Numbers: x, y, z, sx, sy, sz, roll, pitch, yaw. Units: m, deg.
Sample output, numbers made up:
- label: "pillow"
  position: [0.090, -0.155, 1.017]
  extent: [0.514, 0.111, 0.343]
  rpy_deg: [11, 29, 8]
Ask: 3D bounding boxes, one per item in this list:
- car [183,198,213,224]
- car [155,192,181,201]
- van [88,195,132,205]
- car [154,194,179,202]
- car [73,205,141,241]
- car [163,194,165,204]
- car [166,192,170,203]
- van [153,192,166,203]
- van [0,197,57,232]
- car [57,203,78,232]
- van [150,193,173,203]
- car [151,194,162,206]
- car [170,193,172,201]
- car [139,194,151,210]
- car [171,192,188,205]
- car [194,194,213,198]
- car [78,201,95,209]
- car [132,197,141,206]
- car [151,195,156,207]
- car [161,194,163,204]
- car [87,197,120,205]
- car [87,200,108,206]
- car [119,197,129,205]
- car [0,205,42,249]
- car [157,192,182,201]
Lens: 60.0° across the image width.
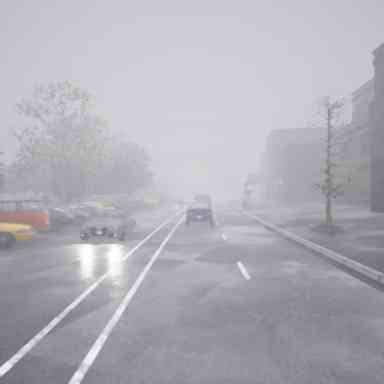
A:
- label: "car"
  position: [0.581, 1.506, 24.867]
  extent: [1.882, 1.535, 5.008]
  rpy_deg: [0, 0, 2]
- label: "car"
  position: [-5.704, 1.090, 78.346]
  extent: [5.566, 2.045, 2.435]
  rpy_deg: [-1, 0, -16]
- label: "van"
  position: [-8.743, 1.302, 33.911]
  extent: [4.442, 1.987, 1.878]
  rpy_deg: [-1, 0, -17]
- label: "car"
  position: [-5.762, 1.358, 75.447]
  extent: [5.366, 1.575, 1.946]
  rpy_deg: [-1, 0, -16]
- label: "car"
  position: [-4.016, 1.578, 16.503]
  extent: [1.994, 1.385, 4.181]
  rpy_deg: [0, 0, 1]
- label: "car"
  position: [-7.392, 1.516, 54.695]
  extent: [4.792, 1.488, 2.163]
  rpy_deg: [-1, 0, -16]
- label: "car"
  position: [-6.986, 1.334, 60.608]
  extent: [4.553, 1.767, 2.185]
  rpy_deg: [-1, 0, -16]
- label: "van"
  position: [-7.271, 1.249, 57.621]
  extent: [4.442, 1.987, 1.878]
  rpy_deg: [-1, 0, -16]
- label: "van"
  position: [-9.156, 1.274, 16.219]
  extent: [4.442, 1.987, 1.878]
  rpy_deg: [-1, 0, -19]
- label: "car"
  position: [-9.184, 1.548, 19.146]
  extent: [4.674, 1.452, 2.002]
  rpy_deg: [-1, 0, -19]
- label: "van"
  position: [-6.453, 1.182, 69.436]
  extent: [4.442, 1.987, 1.878]
  rpy_deg: [-1, 1, -16]
- label: "car"
  position: [-7.597, 1.501, 48.838]
  extent: [5.366, 1.575, 1.946]
  rpy_deg: [-1, 0, -16]
- label: "car"
  position: [-6.758, 1.443, 63.574]
  extent: [5.008, 1.535, 2.097]
  rpy_deg: [-1, 0, -16]
- label: "car"
  position: [-8.122, 1.393, 42.860]
  extent: [4.553, 1.767, 2.185]
  rpy_deg: [-1, 0, -17]
- label: "car"
  position: [-1.831, 1.328, 58.593]
  extent: [2.097, 1.767, 4.553]
  rpy_deg: [0, 0, 5]
- label: "car"
  position: [1.431, 1.246, 42.740]
  extent: [2.150, 2.045, 5.566]
  rpy_deg: [0, 0, 3]
- label: "car"
  position: [-9.076, 1.554, 22.099]
  extent: [4.674, 1.452, 2.002]
  rpy_deg: [0, -1, -18]
- label: "car"
  position: [-8.483, 1.565, 36.920]
  extent: [4.674, 1.452, 2.002]
  rpy_deg: [-1, 0, -17]
- label: "car"
  position: [-7.975, 1.515, 45.820]
  extent: [4.892, 1.521, 2.231]
  rpy_deg: [-1, 0, -17]
- label: "car"
  position: [-7.751, 1.497, 51.697]
  extent: [5.366, 1.575, 1.946]
  rpy_deg: [-1, 0, -16]
- label: "car"
  position: [-9.068, 1.523, 27.958]
  extent: [5.366, 1.575, 1.946]
  rpy_deg: [-1, 0, -18]
- label: "car"
  position: [-8.992, 1.559, 25.045]
  extent: [4.674, 1.452, 2.002]
  rpy_deg: [-1, 0, -18]
- label: "car"
  position: [-8.759, 1.525, 30.981]
  extent: [5.008, 1.535, 2.097]
  rpy_deg: [-1, 0, -18]
- label: "car"
  position: [-9.152, 1.491, 13.270]
  extent: [5.366, 1.575, 1.946]
  rpy_deg: [-1, 0, -19]
- label: "car"
  position: [-5.548, 1.069, 81.270]
  extent: [5.566, 2.045, 2.435]
  rpy_deg: [-1, 1, -16]
